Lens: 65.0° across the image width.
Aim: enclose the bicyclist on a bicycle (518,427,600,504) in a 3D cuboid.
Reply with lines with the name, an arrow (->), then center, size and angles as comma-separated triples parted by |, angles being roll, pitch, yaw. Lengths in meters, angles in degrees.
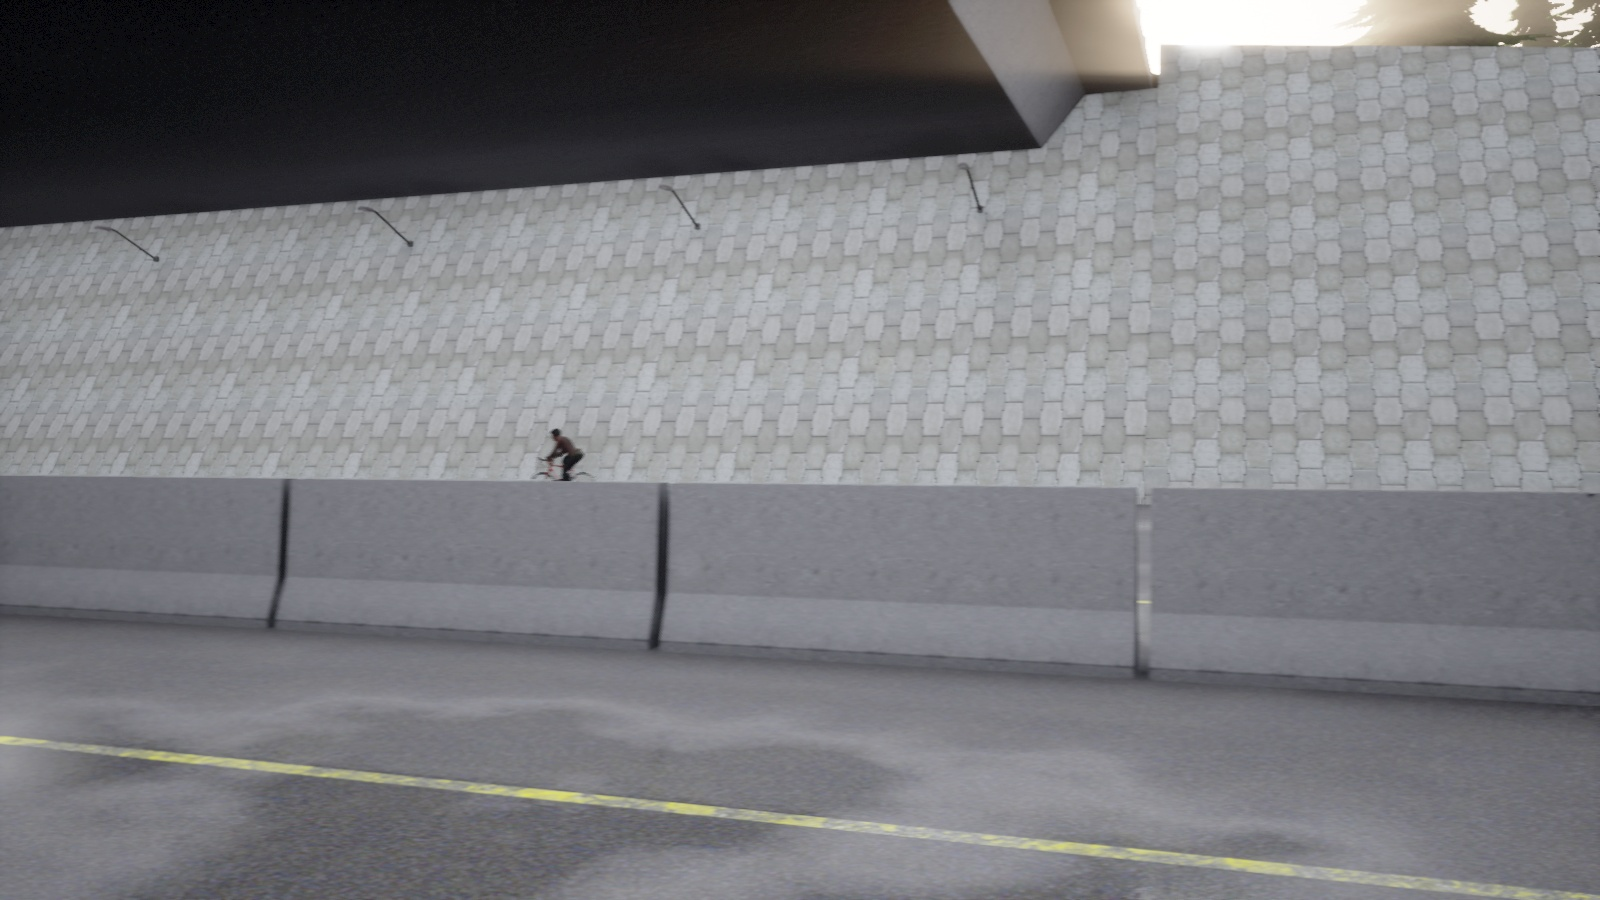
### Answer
bicyclist on a bicycle -> -5.190, 0.326, 27.093 | 1.656, 1.620, 0.582 | 0, 1, 19
